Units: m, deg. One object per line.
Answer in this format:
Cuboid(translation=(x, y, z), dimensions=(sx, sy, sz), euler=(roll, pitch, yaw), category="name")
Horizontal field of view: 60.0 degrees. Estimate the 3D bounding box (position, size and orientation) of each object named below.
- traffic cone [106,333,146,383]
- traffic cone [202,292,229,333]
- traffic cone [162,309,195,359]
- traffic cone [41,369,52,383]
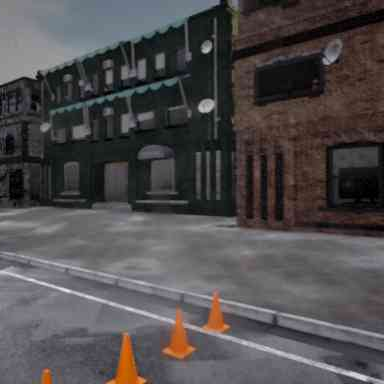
Cuboid(translation=(-0.773, 1.958, 3.909), dimensions=(0.340, 0.580, 0.340), euler=(0, 0, 36), category="traffic cone")
Cuboid(translation=(0.393, 1.963, 5.535), dimensions=(0.340, 0.580, 0.340), euler=(0, 0, 36), category="traffic cone")
Cuboid(translation=(-0.190, 1.960, 4.722), dimensions=(0.340, 0.580, 0.340), euler=(0, 0, 36), category="traffic cone")
Cuboid(translation=(-1.355, 1.955, 3.097), dimensions=(0.340, 0.580, 0.340), euler=(0, 0, 36), category="traffic cone")
